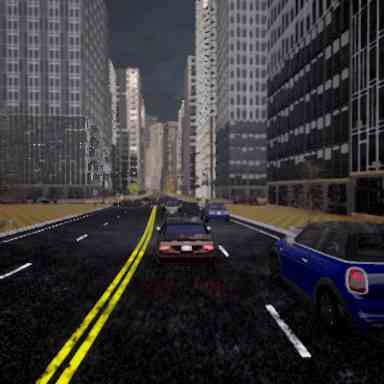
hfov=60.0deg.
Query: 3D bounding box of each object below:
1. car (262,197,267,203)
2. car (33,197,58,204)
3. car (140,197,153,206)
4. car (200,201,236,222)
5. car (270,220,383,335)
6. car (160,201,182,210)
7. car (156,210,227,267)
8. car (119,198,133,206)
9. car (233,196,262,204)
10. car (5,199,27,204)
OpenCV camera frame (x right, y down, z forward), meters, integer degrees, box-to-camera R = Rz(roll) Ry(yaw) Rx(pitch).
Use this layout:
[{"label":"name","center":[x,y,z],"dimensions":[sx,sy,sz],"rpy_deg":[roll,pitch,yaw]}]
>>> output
[{"label":"car","center":[15.515,1.761,75.834],"dimensions":[4.829,1.417,1.752],"rpy_deg":[0,0,-5]},{"label":"car","center":[-28.056,1.653,63.782],"dimensions":[4.313,1.339,1.947],"rpy_deg":[0,0,-4]},{"label":"car","center":[-7.790,1.667,56.605],"dimensions":[1.812,1.442,4.674],"rpy_deg":[0,0,-5]},{"label":"car","center":[1.746,1.606,26.776],"dimensions":[2.033,1.411,5.357],"rpy_deg":[0,0,-5]},{"label":"car","center":[3.131,1.363,6.936],"dimensions":[2.097,1.767,4.553],"rpy_deg":[0,0,-2]},{"label":"car","center":[-1.950,1.571,31.231],"dimensions":[2.128,1.511,4.902],"rpy_deg":[0,0,-5]},{"label":"car","center":[-0.276,1.577,11.523],"dimensions":[2.033,1.411,5.357],"rpy_deg":[0,0,-3]},{"label":"car","center":[-10.996,1.713,55.974],"dimensions":[1.994,1.385,4.181],"rpy_deg":[0,0,-5]},{"label":"car","center":[10.738,1.634,67.041],"dimensions":[5.009,1.841,2.192],"rpy_deg":[0,0,-5]},{"label":"car","center":[-33.726,1.634,63.362],"dimensions":[4.206,1.307,1.802],"rpy_deg":[0,0,-4]}]
